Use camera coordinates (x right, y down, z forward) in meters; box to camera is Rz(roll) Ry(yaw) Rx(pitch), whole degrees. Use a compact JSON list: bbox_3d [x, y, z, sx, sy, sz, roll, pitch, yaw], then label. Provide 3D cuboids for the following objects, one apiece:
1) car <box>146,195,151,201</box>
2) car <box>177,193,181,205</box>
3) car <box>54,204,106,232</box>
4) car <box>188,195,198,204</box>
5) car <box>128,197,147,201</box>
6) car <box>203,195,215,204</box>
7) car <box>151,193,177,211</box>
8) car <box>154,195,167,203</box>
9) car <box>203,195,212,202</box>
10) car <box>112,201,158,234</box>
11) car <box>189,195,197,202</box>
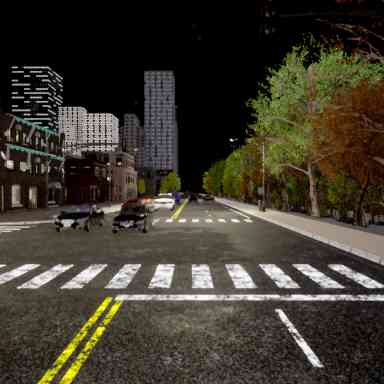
[{"bbox_3d":[-6.495,1.333,52.086,2.097,1.767,4.553,0,0,0],"label":"car"},{"bbox_3d":[-3.220,1.201,59.402,2.150,2.045,5.566,0,0,0],"label":"car"},{"bbox_3d":[-6.565,1.487,19.966,2.128,1.511,4.902,0,0,0],"label":"car"},{"bbox_3d":[0.220,1.480,65.271,1.837,1.490,4.892,0,0,0],"label":"car"},{"bbox_3d":[-6.531,1.513,37.351,1.812,1.442,4.674,0,0,0],"label":"car"},{"bbox_3d":[3.468,1.467,64.005,2.128,1.511,4.902,0,0,0],"label":"car"},{"bbox_3d":[-3.282,1.208,40.353,2.150,2.045,5.566,0,0,0],"label":"car"},{"bbox_3d":[-6.375,1.475,68.225,2.128,1.511,4.902,0,0,0],"label":"car"},{"bbox_3d":[3.385,1.448,74.274,1.882,1.535,5.008,0,0,0],"label":"car"},{"bbox_3d":[-3.315,1.501,19.382,1.837,1.490,4.892,0,0,0],"label":"car"},{"bbox_3d":[0.150,1.494,75.609,1.812,1.442,4.674,0,0,0],"label":"car"}]
